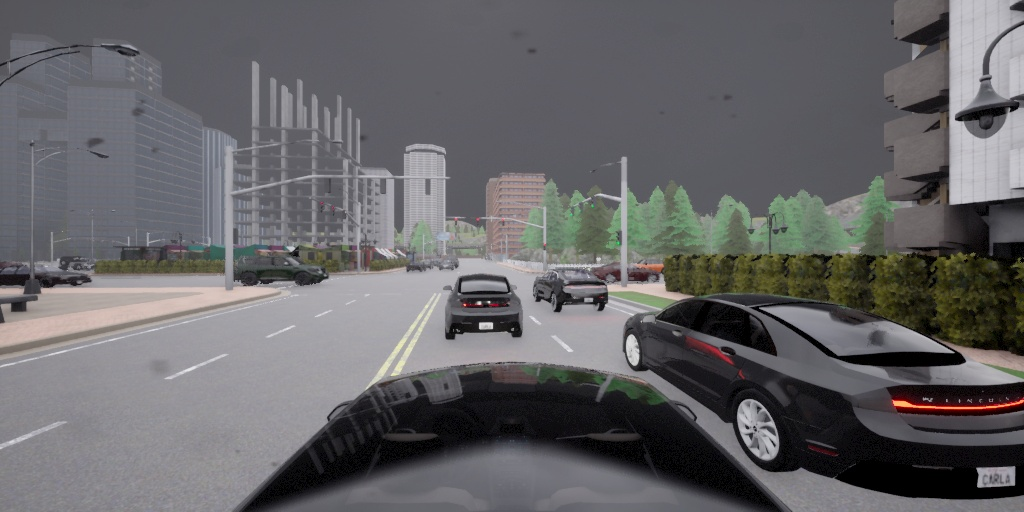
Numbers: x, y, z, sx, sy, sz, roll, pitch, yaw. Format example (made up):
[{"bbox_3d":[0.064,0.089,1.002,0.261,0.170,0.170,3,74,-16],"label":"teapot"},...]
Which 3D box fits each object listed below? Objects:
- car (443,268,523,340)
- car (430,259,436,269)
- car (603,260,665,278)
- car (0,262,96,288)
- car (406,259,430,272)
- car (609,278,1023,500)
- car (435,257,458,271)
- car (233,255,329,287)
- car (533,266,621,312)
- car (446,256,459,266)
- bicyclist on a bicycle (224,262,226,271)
[{"bbox_3d":[-0.863,1.255,10.100,1.837,1.490,4.892,0,0,-7],"label":"car"},{"bbox_3d":[-13.204,1.255,55.320,1.837,1.490,4.892,0,0,-6],"label":"car"},{"bbox_3d":[8.270,1.227,26.267,5.008,1.535,1.882,0,0,-5],"label":"car"},{"bbox_3d":[-30.456,1.297,22.834,5.357,1.411,2.033,0,0,-5],"label":"car"},{"bbox_3d":[-12.223,1.351,46.082,1.895,1.301,4.718,0,0,-4],"label":"car"},{"bbox_3d":[3.110,1.255,4.857,1.837,1.490,4.892,0,0,-4],"label":"car"},{"bbox_3d":[-9.090,1.241,50.069,2.128,1.511,4.902,0,0,-7],"label":"car"},{"bbox_3d":[-15.478,0.973,24.159,5.566,2.045,2.150,0,0,-5],"label":"car"},{"bbox_3d":[2.132,1.242,14.218,2.128,1.511,4.902,0,0,-9],"label":"car"},{"bbox_3d":[-10.191,0.971,59.869,2.150,2.045,5.566,0,0,-6],"label":"car"},{"bbox_3d":[-29.539,1.011,37.401,0.582,1.620,1.656,0,5,-5],"label":"bicyclist on a bicycle"}]
